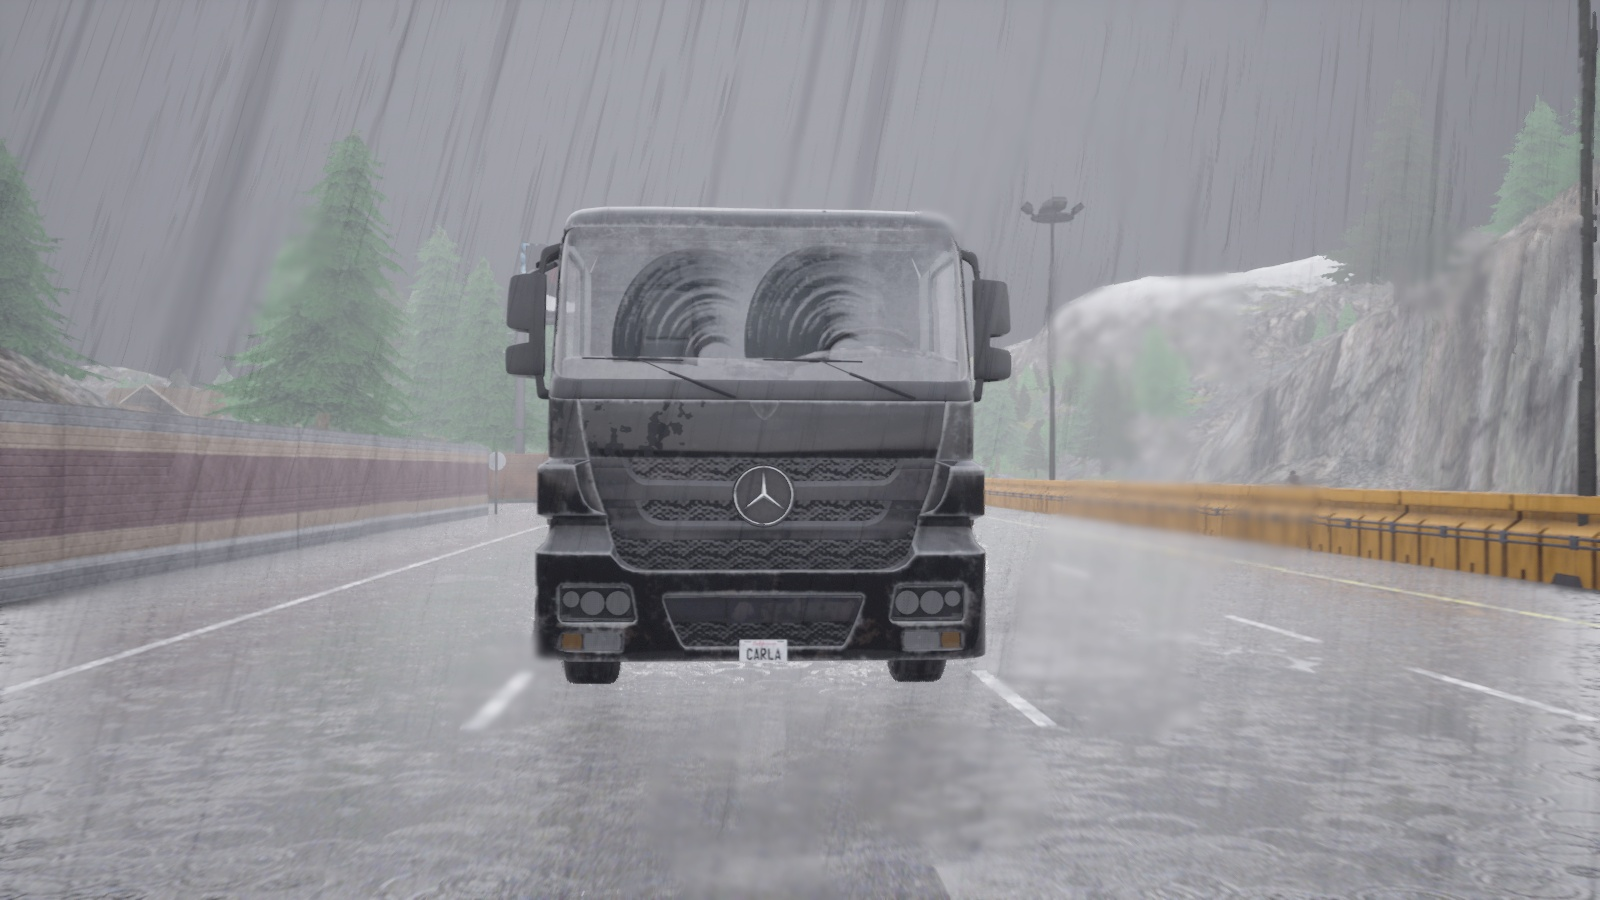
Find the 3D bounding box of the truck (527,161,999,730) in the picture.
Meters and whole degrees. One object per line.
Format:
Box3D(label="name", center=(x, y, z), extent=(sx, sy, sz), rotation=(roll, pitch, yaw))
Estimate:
Box3D(label="truck", center=(-0.465, 0.030, 11.682), extent=(2.891, 3.462, 7.936), rotation=(0, -1, -4))
